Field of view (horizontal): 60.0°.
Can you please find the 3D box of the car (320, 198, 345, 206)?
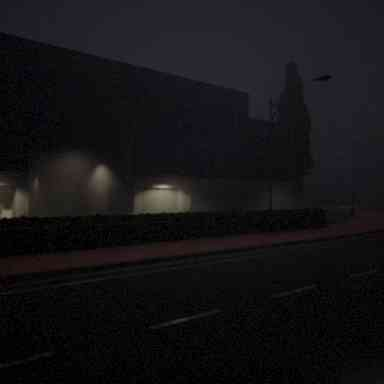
[{"bbox_3d":[25.857,1.880,61.234,1.837,1.490,4.892,0,0,-21],"label":"car"}]
